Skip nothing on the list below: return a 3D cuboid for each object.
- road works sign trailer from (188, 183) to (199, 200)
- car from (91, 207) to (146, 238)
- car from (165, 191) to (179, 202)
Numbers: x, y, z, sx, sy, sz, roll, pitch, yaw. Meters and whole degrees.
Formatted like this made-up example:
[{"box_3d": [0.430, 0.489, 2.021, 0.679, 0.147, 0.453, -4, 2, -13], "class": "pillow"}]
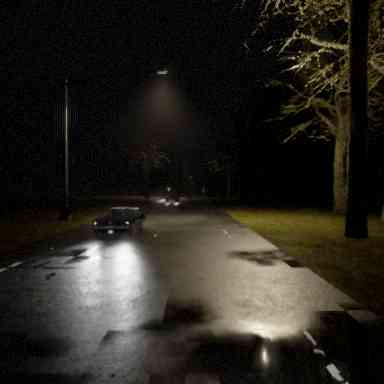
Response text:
[{"box_3d": [0.227, -0.088, 73.357, 2.380, 3.560, 2.880, 2, 0, -5], "class": "road works sign trailer"}, {"box_3d": [-3.600, 1.449, 16.981, 1.895, 1.301, 4.718, 0, 0, 0], "class": "car"}, {"box_3d": [-3.538, 0.781, 59.313, 2.150, 2.045, 5.566, 0, 0, 1], "class": "car"}]
